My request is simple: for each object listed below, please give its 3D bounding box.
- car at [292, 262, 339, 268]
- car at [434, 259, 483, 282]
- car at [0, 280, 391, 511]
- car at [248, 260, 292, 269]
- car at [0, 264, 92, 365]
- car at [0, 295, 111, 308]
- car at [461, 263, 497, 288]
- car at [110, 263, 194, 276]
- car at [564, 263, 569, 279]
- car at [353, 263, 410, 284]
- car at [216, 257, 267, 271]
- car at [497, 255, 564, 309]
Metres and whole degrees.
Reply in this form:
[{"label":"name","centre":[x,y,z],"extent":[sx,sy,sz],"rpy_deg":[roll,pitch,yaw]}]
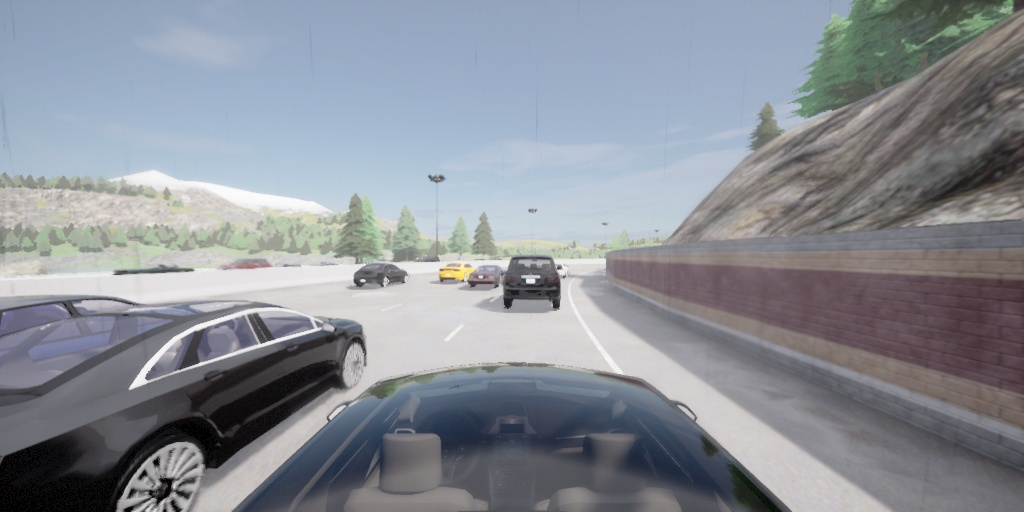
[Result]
[{"label":"car","centre":[-17.517,1.249,33.074],"extent":[1.994,1.385,4.181],"rpy_deg":[0,0,12]},{"label":"car","centre":[-4.089,1.206,28.085],"extent":[1.882,1.535,5.008],"rpy_deg":[0,0,11]},{"label":"car","centre":[-3.288,1.231,3.906],"extent":[2.128,1.511,4.902],"rpy_deg":[0,0,1]},{"label":"car","centre":[-21.126,1.274,33.066],"extent":[1.895,1.301,4.718],"rpy_deg":[0,0,12]},{"label":"car","centre":[-10.227,1.069,5.538],"extent":[2.097,1.767,4.553],"rpy_deg":[0,0,1]},{"label":"car","centre":[-6.797,1.275,5.187],"extent":[2.033,1.411,5.357],"rpy_deg":[0,0,2]},{"label":"car","centre":[-1.416,1.285,23.618],"extent":[2.033,1.411,5.357],"rpy_deg":[0,0,10]},{"label":"car","centre":[-29.014,1.251,29.135],"extent":[1.895,1.301,4.718],"rpy_deg":[0,0,10]},{"label":"car","centre":[4.212,1.278,33.087],"extent":[1.812,1.442,4.674],"rpy_deg":[0,0,14]},{"label":"car","centre":[-8.453,1.221,23.611],"extent":[1.837,1.490,4.892],"rpy_deg":[0,0,9]},{"label":"car","centre":[-24.649,1.014,33.184],"extent":[2.097,1.767,4.553],"rpy_deg":[0,0,12]},{"label":"car","centre":[0.937,0.970,15.196],"extent":[2.150,2.045,5.566],"rpy_deg":[0,0,6]}]
